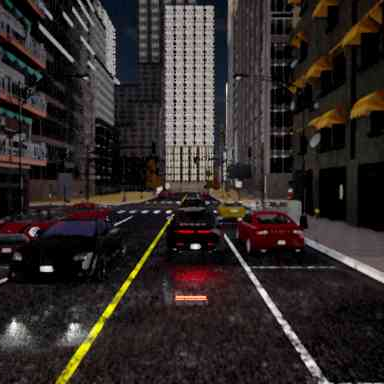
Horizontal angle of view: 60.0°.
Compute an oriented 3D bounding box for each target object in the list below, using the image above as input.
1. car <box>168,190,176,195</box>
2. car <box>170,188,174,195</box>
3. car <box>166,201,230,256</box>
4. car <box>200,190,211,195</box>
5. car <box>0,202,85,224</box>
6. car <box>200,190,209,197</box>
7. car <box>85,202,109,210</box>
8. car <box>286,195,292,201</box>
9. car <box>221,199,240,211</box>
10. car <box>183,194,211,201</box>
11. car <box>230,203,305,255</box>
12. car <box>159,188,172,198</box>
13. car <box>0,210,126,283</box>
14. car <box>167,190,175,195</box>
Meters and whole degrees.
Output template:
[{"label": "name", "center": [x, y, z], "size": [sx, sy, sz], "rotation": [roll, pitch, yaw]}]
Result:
[{"label": "car", "center": [-5.667, 0.013, 94.555], "size": [1.887, 1.381, 4.507], "rotation": [-1, 1, 0]}, {"label": "car", "center": [-5.676, 0.141, 72.317], "size": [2.192, 1.841, 5.009], "rotation": [-1, 1, 0]}, {"label": "car", "center": [0.102, 1.305, 12.107], "size": [1.837, 1.490, 4.892], "rotation": [0, 1, 0]}, {"label": "car", "center": [2.703, 0.356, 66.756], "size": [1.967, 1.590, 4.097], "rotation": [-1, 1, 0]}, {"label": "car", "center": [-5.696, 1.238, 12.206], "size": [1.967, 1.590, 4.097], "rotation": [-1, 1, 0]}, {"label": "car", "center": [2.706, 0.349, 72.486], "size": [1.752, 1.417, 4.829], "rotation": [-1, 1, 0]}, {"label": "car", "center": [-5.693, 1.253, 17.731], "size": [1.887, 1.381, 4.507], "rotation": [-1, 1, 0]}, {"label": "car", "center": [14.265, 0.569, 42.351], "size": [4.507, 1.381, 1.887], "rotation": [-1, 2, 0]}, {"label": "car", "center": [2.689, 1.142, 23.406], "size": [1.752, 1.417, 4.829], "rotation": [-1, 1, 0]}, {"label": "car", "center": [0.104, 1.110, 22.397], "size": [1.882, 1.535, 5.008], "rotation": [0, 1, 0]}, {"label": "car", "center": [2.686, 1.343, 12.191], "size": [1.887, 1.381, 4.507], "rotation": [-1, 1, 0]}, {"label": "car", "center": [-5.676, 0.460, 66.761], "size": [1.887, 1.381, 4.507], "rotation": [-1, 1, 0]}, {"label": "car", "center": [-3.091, 1.413, 9.058], "size": [1.994, 1.385, 4.181], "rotation": [0, 1, 0]}, {"label": "car", "center": [-5.670, 0.086, 88.826], "size": [1.752, 1.417, 4.829], "rotation": [-1, 1, 0]}]
